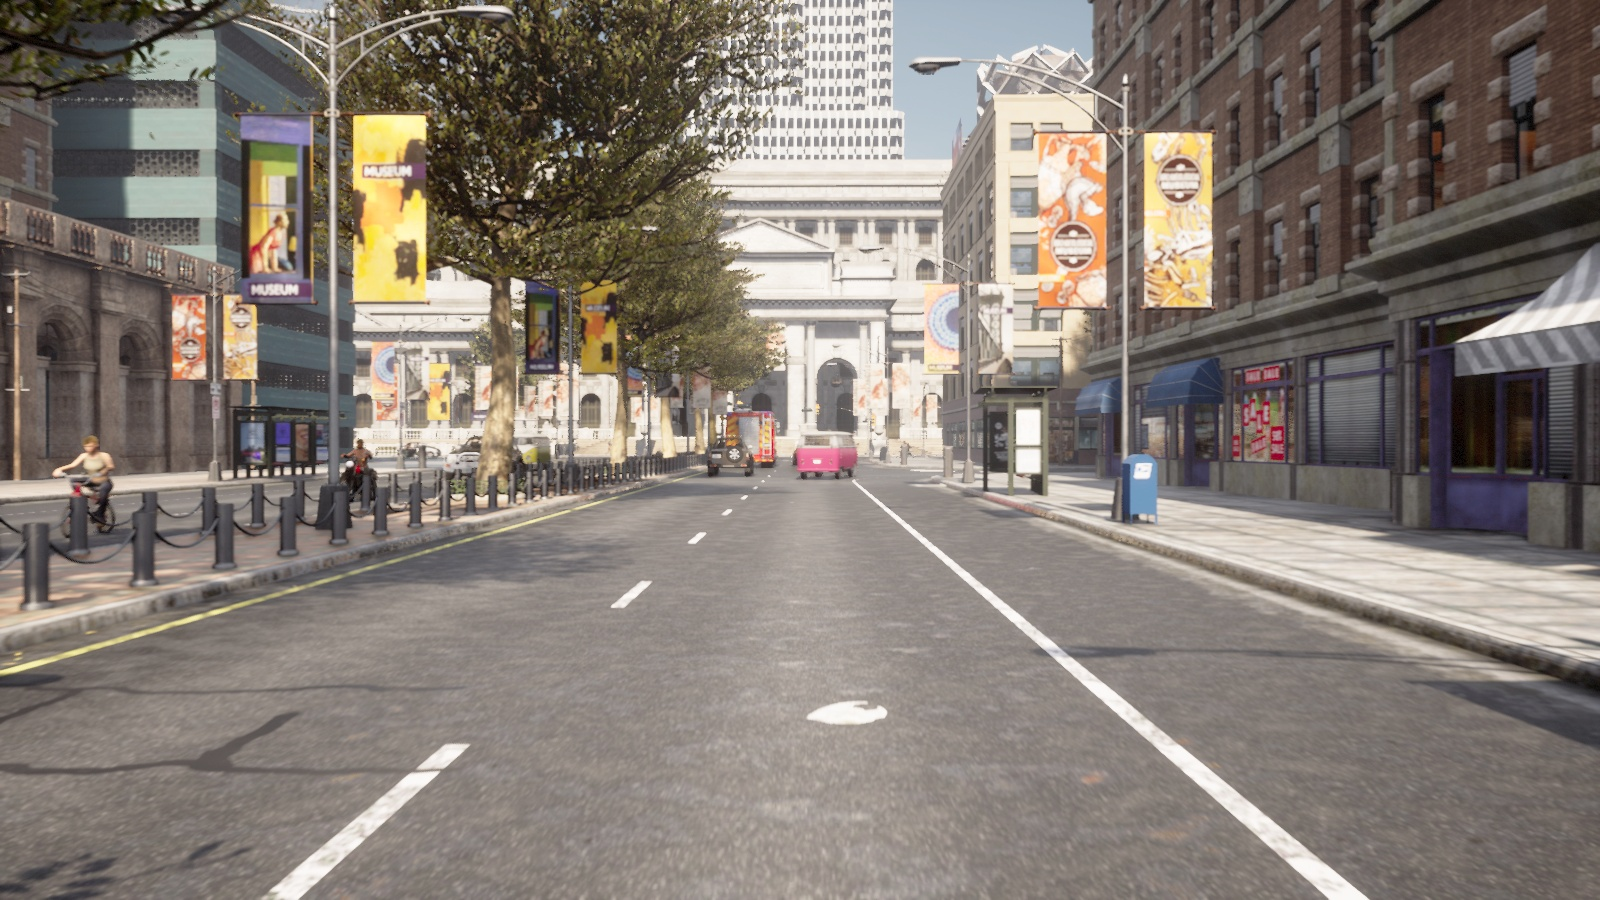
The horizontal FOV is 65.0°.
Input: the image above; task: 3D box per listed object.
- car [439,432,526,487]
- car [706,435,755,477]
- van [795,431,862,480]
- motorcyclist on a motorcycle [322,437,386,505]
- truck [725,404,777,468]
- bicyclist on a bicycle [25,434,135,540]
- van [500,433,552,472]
[{"bbox_3d":[-11.211,0.302,44.675,1.932,1.855,4.605,0,0,0],"label":"car"},{"bbox_3d":[-3.134,0.238,57.331,1.932,1.855,4.605,0,0,0],"label":"car"},{"bbox_3d":[1.246,0.203,52.685,1.775,1.987,4.442,0,0,15],"label":"van"},{"bbox_3d":[-11.289,0.508,31.850,0.766,1.649,2.350,0,0,0],"label":"motorcyclist on a motorcycle"},{"bbox_3d":[-3.001,-0.865,78.943,2.891,3.827,8.468,0,0,0],"label":"truck"},{"bbox_3d":[-11.367,0.562,19.890,0.866,1.612,1.509,0,0,0],"label":"bicyclist on a bicycle"},{"bbox_3d":[-14.575,0.110,67.022,1.775,1.987,4.442,0,0,0],"label":"van"}]
